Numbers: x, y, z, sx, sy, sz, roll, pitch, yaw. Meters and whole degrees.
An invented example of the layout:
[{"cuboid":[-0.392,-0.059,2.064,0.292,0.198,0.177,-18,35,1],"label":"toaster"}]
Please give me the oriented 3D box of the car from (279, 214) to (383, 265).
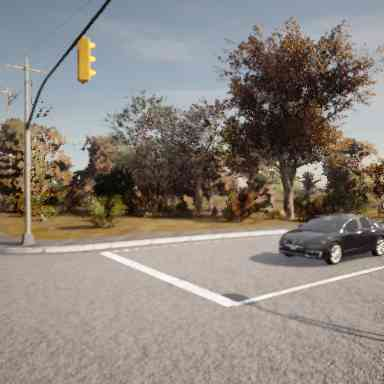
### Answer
[{"cuboid":[5.196,1.576,11.990,4.892,1.490,1.837,1,-1,-35],"label":"car"}]
